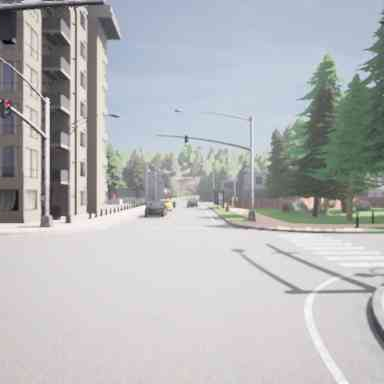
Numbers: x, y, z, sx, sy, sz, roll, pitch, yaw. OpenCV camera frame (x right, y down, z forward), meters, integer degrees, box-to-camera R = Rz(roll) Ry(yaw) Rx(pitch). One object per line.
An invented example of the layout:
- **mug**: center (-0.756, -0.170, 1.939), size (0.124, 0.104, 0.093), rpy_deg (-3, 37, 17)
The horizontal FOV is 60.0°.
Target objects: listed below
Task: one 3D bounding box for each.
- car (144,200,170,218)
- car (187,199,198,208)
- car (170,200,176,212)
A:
- **car**: center (-3.556, 1.663, 33.177), size (1.882, 1.535, 5.008), rpy_deg (0, 0, 0)
- **car**: center (0.075, 1.857, 55.365), size (2.033, 1.411, 5.357), rpy_deg (0, 0, 0)
- **car**: center (-3.533, 1.719, 43.138), size (1.882, 1.535, 5.008), rpy_deg (0, 0, 0)
